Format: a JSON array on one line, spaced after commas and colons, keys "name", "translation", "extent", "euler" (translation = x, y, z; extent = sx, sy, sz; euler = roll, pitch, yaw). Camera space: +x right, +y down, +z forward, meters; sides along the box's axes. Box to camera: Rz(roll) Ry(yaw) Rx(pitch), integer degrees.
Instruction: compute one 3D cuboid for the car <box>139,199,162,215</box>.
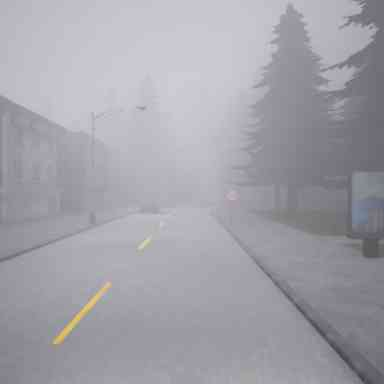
[{"name": "car", "translation": [-4.147, 1.452, 33.799], "extent": [1.837, 1.490, 4.892], "euler": [0, 0, 0]}]
